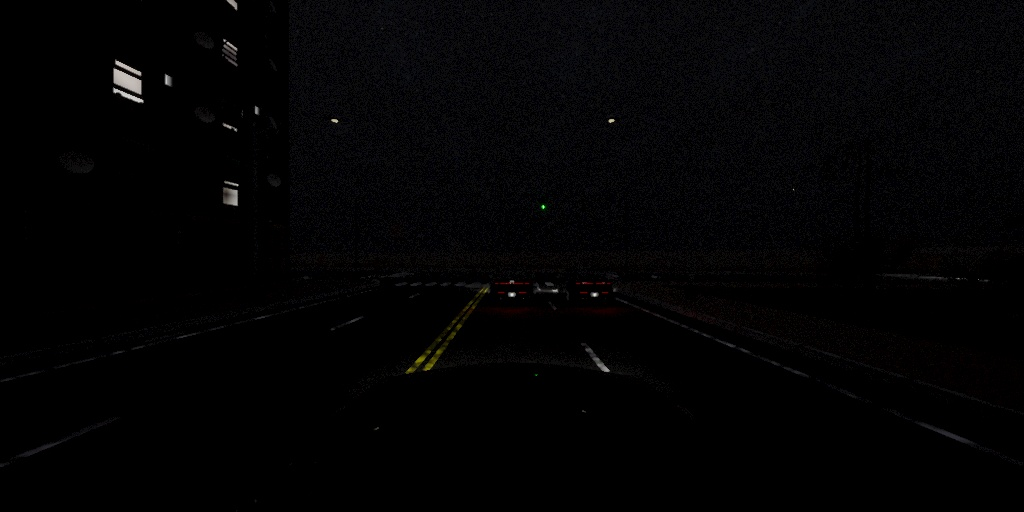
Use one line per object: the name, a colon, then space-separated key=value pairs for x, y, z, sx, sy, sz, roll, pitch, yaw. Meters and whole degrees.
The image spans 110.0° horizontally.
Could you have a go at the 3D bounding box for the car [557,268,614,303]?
car: x=3.250 y=1.262 z=16.500 sx=1.837 sy=1.490 sz=4.892 roll=0 pitch=0 yaw=0

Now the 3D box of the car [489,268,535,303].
car: x=0.000 y=1.262 z=16.500 sx=1.837 sy=1.490 sz=4.892 roll=0 pitch=0 yaw=0

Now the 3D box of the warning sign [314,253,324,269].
warning sign: x=-23.468 y=0.583 z=43.935 sx=1.060 sy=1.860 sz=1.300 roll=0 pitch=0 yaw=1

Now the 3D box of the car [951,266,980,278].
car: x=50.995 y=1.766 z=39.200 sx=4.181 sy=1.385 sz=1.994 roll=0 pitch=1 yaw=1

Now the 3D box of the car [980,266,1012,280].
car: x=50.913 y=1.756 z=35.951 sx=4.892 sy=1.490 sz=1.837 roll=1 pitch=1 yaw=1
